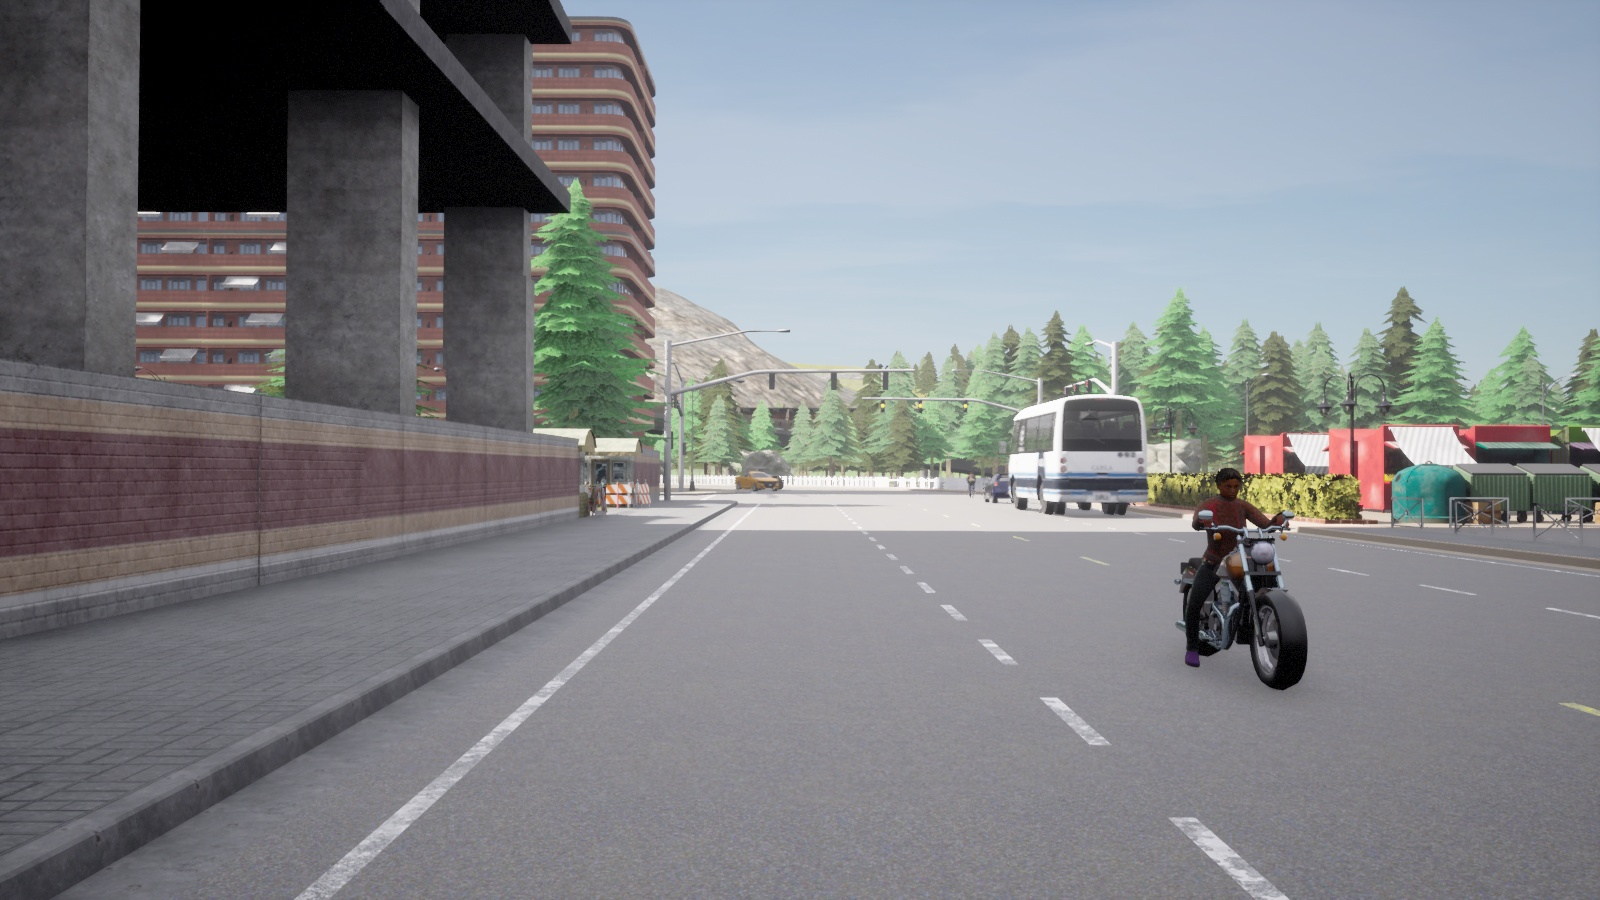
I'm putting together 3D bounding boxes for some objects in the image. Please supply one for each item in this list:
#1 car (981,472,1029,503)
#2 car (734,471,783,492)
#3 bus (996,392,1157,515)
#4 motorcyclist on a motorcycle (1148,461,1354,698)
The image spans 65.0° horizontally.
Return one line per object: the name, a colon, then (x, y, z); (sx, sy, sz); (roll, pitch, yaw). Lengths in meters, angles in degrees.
car: (10.341, 1.877, 63.633); (1.845, 1.501, 3.633); (0, -1, 0)
car: (-3.254, 2.420, 96.418); (1.882, 1.535, 5.008); (0, -1, -26)
bus: (10.373, 0.212, 48.656); (3.944, 4.253, 10.273); (0, -1, 0)
motorcyclist on a motorcycle: (3.475, 0.918, 9.942); (0.766, 1.649, 2.350); (0, -1, 0)
